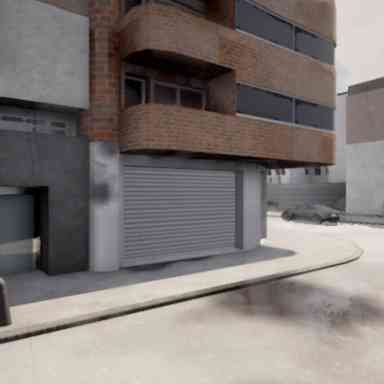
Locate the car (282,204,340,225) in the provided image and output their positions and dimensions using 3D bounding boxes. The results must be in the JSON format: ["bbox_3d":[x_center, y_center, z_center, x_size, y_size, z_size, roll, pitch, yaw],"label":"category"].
[{"bbox_3d":[8.757,1.579,24.810,1.994,1.385,4.181,0,0,-33],"label":"car"}]
